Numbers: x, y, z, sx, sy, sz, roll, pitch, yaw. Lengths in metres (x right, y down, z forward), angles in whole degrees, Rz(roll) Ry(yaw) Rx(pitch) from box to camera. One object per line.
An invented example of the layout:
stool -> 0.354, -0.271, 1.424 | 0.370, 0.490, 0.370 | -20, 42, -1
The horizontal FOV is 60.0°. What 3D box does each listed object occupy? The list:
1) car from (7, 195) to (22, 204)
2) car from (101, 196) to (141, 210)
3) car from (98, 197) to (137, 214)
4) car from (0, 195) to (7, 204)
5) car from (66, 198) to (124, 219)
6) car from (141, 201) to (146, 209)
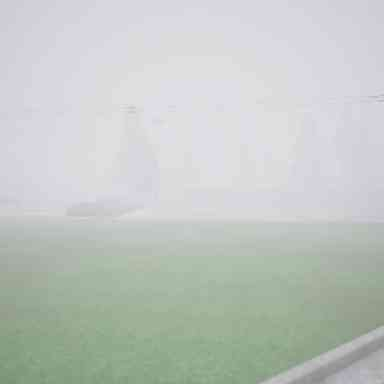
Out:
car -> -23.165, 0.961, 40.303 | 5.008, 1.535, 1.882 | 0, 0, 8
car -> -8.089, 1.226, 34.670 | 4.553, 1.767, 2.097 | 0, 0, 8
car -> -7.720, 1.452, 31.090 | 4.181, 1.385, 1.994 | 0, 0, 8
car -> -23.598, 1.092, 36.830 | 4.718, 1.301, 1.895 | 0, 0, 8
car -> -8.206, 1.466, 27.623 | 4.181, 1.385, 1.994 | 0, 0, 8
car -> -7.625, 1.213, 38.139 | 4.553, 1.767, 2.097 | 0, 0, 8
